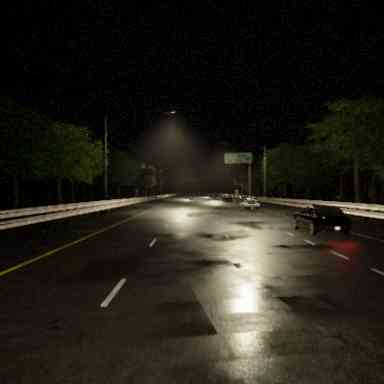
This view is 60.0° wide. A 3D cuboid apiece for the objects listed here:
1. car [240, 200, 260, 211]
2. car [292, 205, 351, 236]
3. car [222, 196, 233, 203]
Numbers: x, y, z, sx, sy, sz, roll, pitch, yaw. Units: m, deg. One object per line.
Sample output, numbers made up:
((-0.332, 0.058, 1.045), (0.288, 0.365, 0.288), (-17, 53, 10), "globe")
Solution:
((7.102, 1.603, 41.290), (1.895, 1.301, 4.718), (0, 0, 0), "car")
((7.023, 1.508, 18.449), (1.837, 1.490, 4.892), (0, 0, 0), "car")
((7.274, 1.490, 68.718), (2.128, 1.511, 4.902), (0, 0, 0), "car")
